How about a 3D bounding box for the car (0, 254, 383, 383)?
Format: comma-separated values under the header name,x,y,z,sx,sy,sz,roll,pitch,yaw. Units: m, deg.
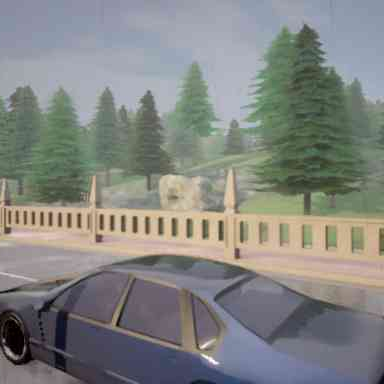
name,x,y,z,sx,sy,sz,roll,pitch,yaw
car,-0.453,1.539,4.147,5.357,1.411,2.033,0,0,33
